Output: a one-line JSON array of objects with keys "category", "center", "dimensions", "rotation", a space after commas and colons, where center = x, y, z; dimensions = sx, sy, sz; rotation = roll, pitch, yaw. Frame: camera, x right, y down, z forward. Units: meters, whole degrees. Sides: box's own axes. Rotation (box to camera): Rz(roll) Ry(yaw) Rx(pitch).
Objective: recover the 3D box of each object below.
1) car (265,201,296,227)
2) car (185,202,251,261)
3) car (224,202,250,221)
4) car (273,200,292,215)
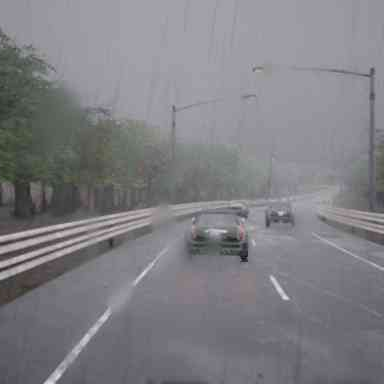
[{"category": "car", "center": [6.561, 1.556, 24.970], "dimensions": [2.097, 1.767, 4.553], "rotation": [1, 0, 12]}, {"category": "car", "center": [1.000, 1.412, 12.720], "dimensions": [2.097, 1.767, 4.553], "rotation": [0, 0, 6]}, {"category": "car", "center": [4.193, 1.715, 30.153], "dimensions": [1.837, 1.490, 4.892], "rotation": [0, 0, 14]}, {"category": "car", "center": [11.095, 1.840, 40.497], "dimensions": [1.882, 1.535, 5.008], "rotation": [0, 0, 20]}]
